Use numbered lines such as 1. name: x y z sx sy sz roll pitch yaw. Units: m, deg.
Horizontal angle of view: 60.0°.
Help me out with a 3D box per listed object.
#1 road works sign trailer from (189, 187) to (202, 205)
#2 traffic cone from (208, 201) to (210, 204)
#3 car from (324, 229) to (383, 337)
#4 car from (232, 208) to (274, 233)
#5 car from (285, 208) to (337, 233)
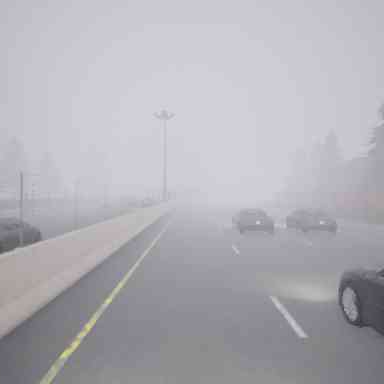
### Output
1. road works sign trailer: 0.698 0.737 64.280 2.380 3.560 2.880 0 0 10
2. traffic cone: 3.432 2.256 70.887 0.340 0.580 0.340 0 0 10
3. car: 3.600 1.523 4.205 1.837 1.490 4.892 0 0 0
4. car: 3.603 1.650 20.167 1.994 1.385 4.181 0 0 0
5. car: 7.103 1.650 20.234 1.994 1.385 4.181 0 0 0
